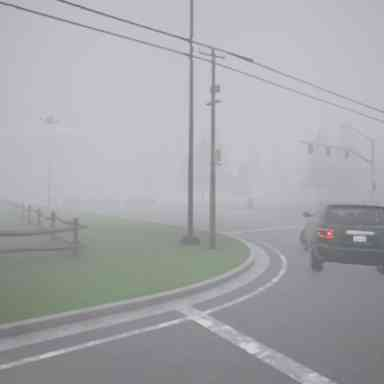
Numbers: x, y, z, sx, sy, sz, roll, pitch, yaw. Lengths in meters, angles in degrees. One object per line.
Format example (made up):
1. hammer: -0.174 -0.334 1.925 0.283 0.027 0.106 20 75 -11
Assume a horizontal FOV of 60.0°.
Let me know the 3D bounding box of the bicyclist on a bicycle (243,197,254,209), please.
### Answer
1. bicyclist on a bicycle: 7.843 1.541 46.088 0.582 1.620 1.656 0 0 42

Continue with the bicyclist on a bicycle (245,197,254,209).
1. bicyclist on a bicycle: 7.990 1.540 45.544 1.656 1.620 0.582 0 0 -45

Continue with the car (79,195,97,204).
1. car: -21.310 1.514 68.048 2.097 1.767 4.553 1 0 -35

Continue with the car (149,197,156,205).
1. car: -8.409 1.712 62.038 1.837 1.490 4.892 1 -1 -35

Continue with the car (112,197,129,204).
1. car: -15.493 1.734 71.939 1.812 1.442 4.674 1 0 -35

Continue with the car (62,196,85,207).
1. car: -19.273 1.586 53.149 1.882 1.535 5.008 1 0 -35

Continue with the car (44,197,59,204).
1. car: -26.892 1.654 63.813 2.033 1.411 5.357 1 0 -35

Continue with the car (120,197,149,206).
1. car: -10.155 1.675 58.447 2.128 1.511 4.902 1 0 -35

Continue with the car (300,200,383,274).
1. car: 5.000 1.298 11.086 2.150 2.045 5.566 2 0 15

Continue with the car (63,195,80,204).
1. car: -23.835 1.489 65.552 2.097 1.767 4.553 1 0 -35

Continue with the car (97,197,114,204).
1. car: -18.200 1.709 69.704 1.812 1.442 4.674 1 0 -35

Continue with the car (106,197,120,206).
1. car: -14.301 1.664 58.252 1.837 1.490 4.892 1 0 -35

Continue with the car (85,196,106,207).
1. car: -16.624 1.625 55.473 2.128 1.511 4.902 1 0 -35
